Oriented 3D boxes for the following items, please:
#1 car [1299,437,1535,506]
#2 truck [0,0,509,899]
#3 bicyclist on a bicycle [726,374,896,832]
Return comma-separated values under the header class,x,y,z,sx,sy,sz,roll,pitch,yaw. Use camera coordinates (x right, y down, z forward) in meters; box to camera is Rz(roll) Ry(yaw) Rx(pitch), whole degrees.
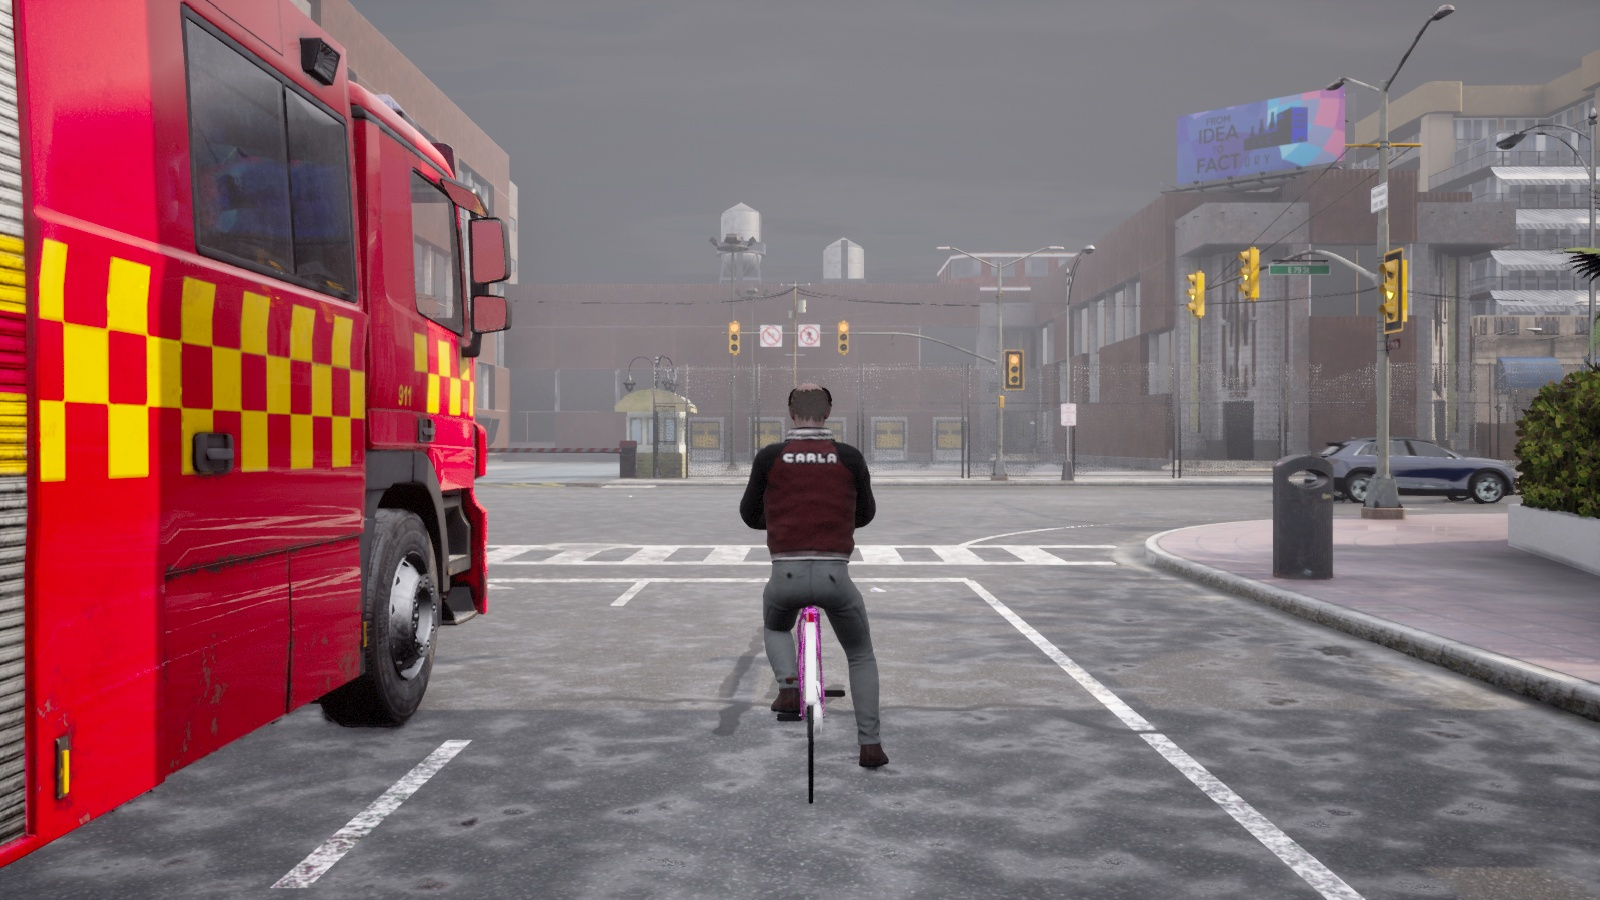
class,x,y,z,sx,sy,sz,roll,pitch,yaw
car,15.243,0.511,31.266,4.856,1.649,2.033,0,0,6
truck,-3.466,-0.446,4.404,2.891,3.827,8.468,0,0,0
bicyclist on a bicycle,0.044,0.584,5.787,0.659,1.776,1.843,0,1,0
